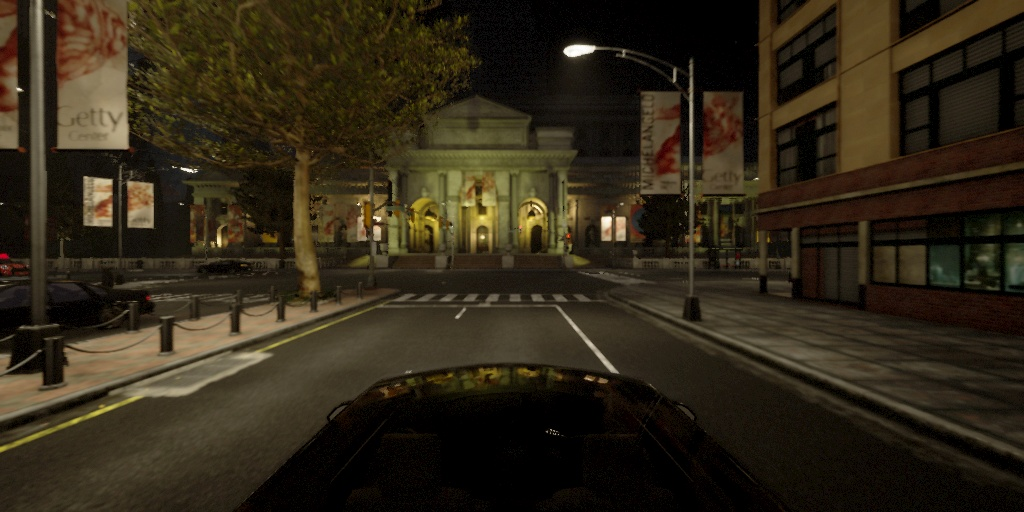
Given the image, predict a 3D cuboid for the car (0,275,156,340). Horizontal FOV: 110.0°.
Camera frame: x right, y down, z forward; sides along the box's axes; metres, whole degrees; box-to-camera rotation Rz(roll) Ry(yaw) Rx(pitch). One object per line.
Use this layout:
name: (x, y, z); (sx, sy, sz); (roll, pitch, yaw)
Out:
car: (-11.533, 1.274, 8.217); (2.033, 1.411, 5.357); (0, 0, 1)

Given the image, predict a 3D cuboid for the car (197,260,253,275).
car: (-28.610, 1.124, 35.800); (4.902, 1.511, 2.128); (0, 0, 1)

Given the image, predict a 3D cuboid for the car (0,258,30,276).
car: (-46.289, 0.992, 32.213); (4.553, 1.767, 2.097); (0, 0, 0)
